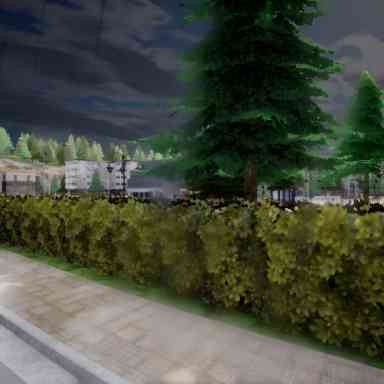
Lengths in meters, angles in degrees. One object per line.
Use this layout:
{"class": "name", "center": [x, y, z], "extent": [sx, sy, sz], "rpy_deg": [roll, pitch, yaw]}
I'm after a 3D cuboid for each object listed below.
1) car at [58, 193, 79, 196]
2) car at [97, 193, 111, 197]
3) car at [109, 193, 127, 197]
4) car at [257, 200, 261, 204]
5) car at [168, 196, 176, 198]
{"class": "car", "center": [-28.384, 1.153, 79.464], "extent": [2.152, 1.636, 5.027], "rpy_deg": [0, 0, 43]}
{"class": "car", "center": [-16.705, 1.097, 68.962], "extent": [1.932, 1.855, 4.605], "rpy_deg": [0, 0, 43]}
{"class": "car", "center": [-10.580, 1.384, 52.743], "extent": [1.970, 1.475, 3.806], "rpy_deg": [0, 0, 43]}
{"class": "car", "center": [9.633, 1.352, 44.218], "extent": [2.097, 1.767, 4.553], "rpy_deg": [0, 0, 43]}
{"class": "car", "center": [-3.312, 1.373, 56.078], "extent": [1.845, 1.501, 3.633], "rpy_deg": [0, 0, 43]}
